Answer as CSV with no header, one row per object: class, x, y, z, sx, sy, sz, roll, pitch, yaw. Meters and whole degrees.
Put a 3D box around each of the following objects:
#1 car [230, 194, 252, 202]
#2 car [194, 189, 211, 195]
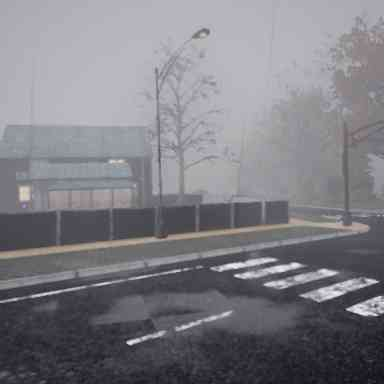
car,6.494,0.977,42.373,1.882,1.535,5.008,-2,1,-15
car,1.809,0.509,60.268,2.150,2.045,5.566,-2,1,-14
